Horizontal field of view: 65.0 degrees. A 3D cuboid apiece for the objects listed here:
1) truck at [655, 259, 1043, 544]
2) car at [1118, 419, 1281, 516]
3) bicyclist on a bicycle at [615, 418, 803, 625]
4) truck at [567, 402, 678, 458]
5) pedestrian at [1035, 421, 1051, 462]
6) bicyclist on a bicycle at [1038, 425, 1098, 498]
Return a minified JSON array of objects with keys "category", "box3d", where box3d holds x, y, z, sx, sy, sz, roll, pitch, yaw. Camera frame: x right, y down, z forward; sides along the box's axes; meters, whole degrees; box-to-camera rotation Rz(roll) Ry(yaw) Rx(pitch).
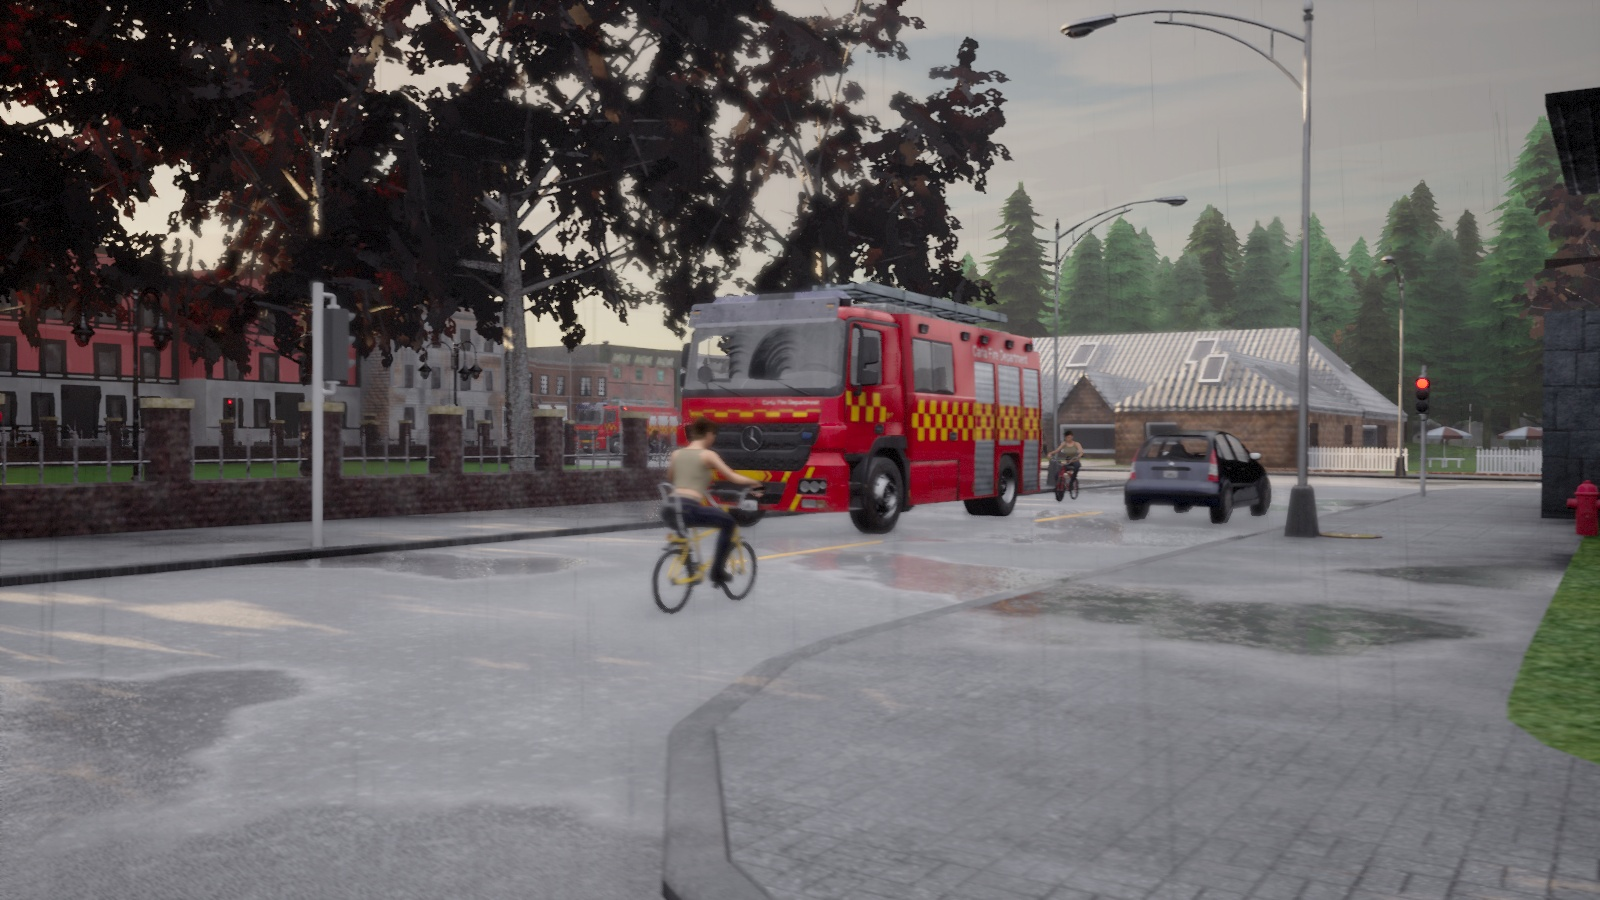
[{"category":"truck","box3d":[1.286,-0.716,21.298,2.891,3.827,8.468,0,1,30]},{"category":"car","box3d":[7.443,0.259,23.160,1.851,1.617,3.988,0,1,33]},{"category":"bicyclist on a bicycle","box3d":[-0.740,0.542,10.613,0.866,1.612,1.509,0,1,31]},{"category":"truck","box3d":[-12.538,-1.431,89.589,2.891,3.827,8.468,0,1,33]},{"category":"pedestrian","box3d":[10.976,-0.391,56.780,0.634,1.846,0.331,0,1,29]},{"category":"bicyclist on a bicycle","box3d":[6.091,0.244,28.516,0.866,1.612,1.509,0,1,32]}]
